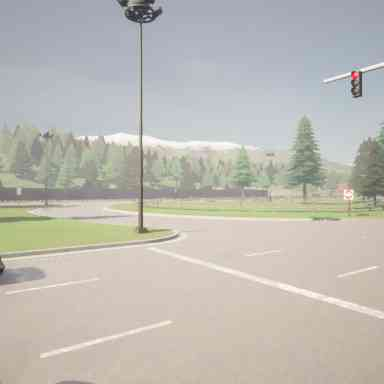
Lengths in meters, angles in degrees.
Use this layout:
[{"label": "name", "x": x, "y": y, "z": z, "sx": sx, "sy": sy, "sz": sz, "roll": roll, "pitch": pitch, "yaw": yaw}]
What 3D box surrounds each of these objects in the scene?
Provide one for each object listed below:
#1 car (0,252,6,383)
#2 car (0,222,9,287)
[{"label": "car", "x": -3.314, "y": 1.352, "z": 1.380, "sx": 4.553, "sy": 1.767, "sz": 2.097, "roll": 0, "pitch": 0, "yaw": -36}, {"label": "car", "x": -7.162, "y": 1.547, "z": 7.234, "sx": 5.357, "sy": 1.411, "sz": 2.033, "roll": 0, "pitch": 0, "yaw": -35}]
